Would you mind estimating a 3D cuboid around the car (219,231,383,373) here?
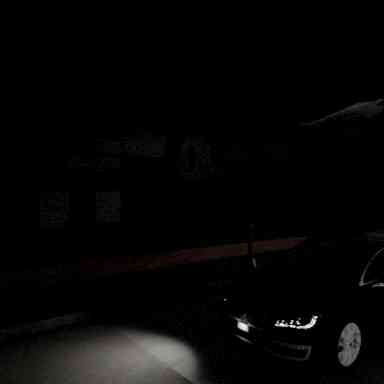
[{"bbox_3d":[2.681,1.502,5.696,4.892,1.490,1.837,0,0,-34],"label":"car"}]
